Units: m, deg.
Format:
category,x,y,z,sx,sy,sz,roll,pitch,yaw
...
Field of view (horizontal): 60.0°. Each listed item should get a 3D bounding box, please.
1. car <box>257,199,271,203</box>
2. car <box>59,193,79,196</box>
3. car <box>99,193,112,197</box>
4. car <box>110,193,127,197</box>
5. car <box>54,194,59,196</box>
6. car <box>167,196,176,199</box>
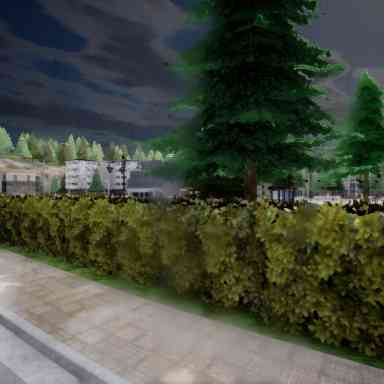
category,x,y,z,sx,sy,sz,roll,pitch,yaw
car,9.635,1.352,44.226,2.097,1.767,4.553,0,0,43
car,-28.369,1.153,79.486,2.152,1.636,5.027,0,0,43
car,-16.694,1.097,68.980,1.932,1.855,4.605,0,0,43
car,-10.575,1.384,52.759,1.970,1.475,3.806,0,0,43
car,-33.247,1.232,83.668,1.970,1.475,3.806,0,0,43
car,-3.306,1.374,56.091,1.845,1.501,3.633,0,0,43
